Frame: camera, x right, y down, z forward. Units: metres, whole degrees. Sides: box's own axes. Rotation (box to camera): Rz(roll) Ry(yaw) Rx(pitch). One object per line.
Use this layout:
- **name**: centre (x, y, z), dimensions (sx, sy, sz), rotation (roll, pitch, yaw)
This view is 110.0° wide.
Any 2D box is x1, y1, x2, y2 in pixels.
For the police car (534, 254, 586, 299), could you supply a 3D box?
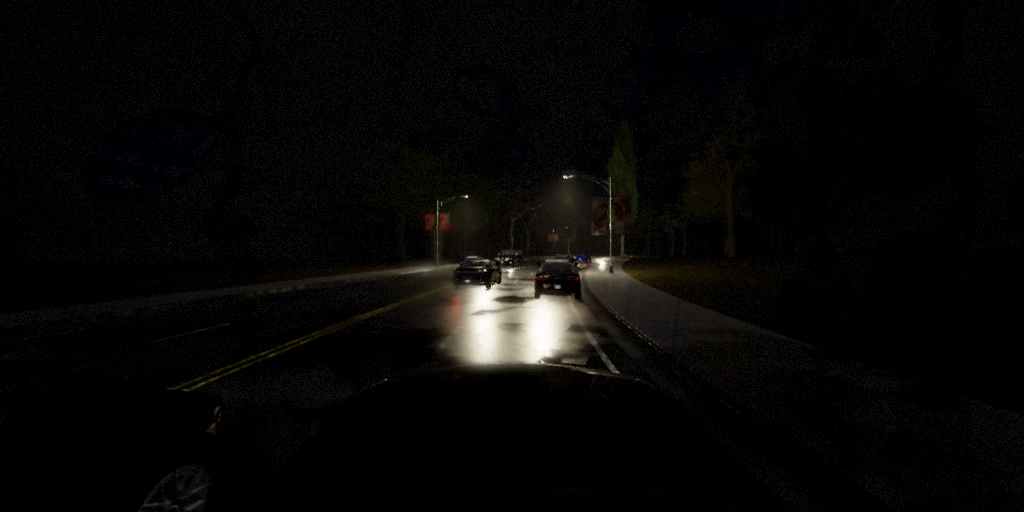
- **police car**: centre (2.050, 0.918, 16.239), dimensions (1.930, 1.638, 5.238), rotation (0, 1, 7)

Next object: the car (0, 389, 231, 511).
- **car**: centre (-3.055, 1.240, 0.654), dimensions (1.882, 1.535, 5.008), rotation (0, 1, 0)

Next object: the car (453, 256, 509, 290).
- **car**: centre (-1.728, 0.939, 19.372), dimensions (2.128, 1.511, 4.902), rotation (0, 1, 8)

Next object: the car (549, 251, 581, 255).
- **car**: centre (5.657, 0.507, 38.175), dimensions (2.128, 1.511, 4.902), rotation (0, 1, 18)

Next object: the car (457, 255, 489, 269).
- **car**: centre (-4.188, 0.650, 39.385), dimensions (1.994, 1.385, 4.181), rotation (0, 1, 16)

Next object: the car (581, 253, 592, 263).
- **car**: centre (10.250, 0.242, 51.779), dimensions (1.812, 1.442, 4.674), rotation (0, 1, 21)

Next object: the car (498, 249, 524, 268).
- **car**: centre (-0.236, 0.235, 41.339), dimensions (2.150, 2.045, 5.566), rotation (0, 1, 18)
